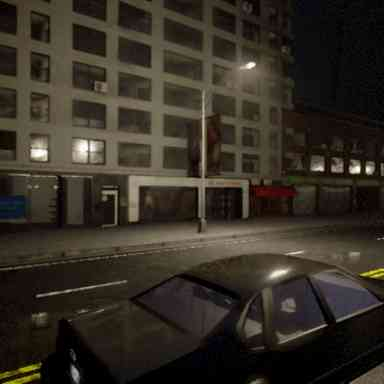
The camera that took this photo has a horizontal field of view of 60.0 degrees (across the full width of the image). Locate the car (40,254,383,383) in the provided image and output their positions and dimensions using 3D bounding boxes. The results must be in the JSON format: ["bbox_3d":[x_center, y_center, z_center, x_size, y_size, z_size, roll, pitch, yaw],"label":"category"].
[{"bbox_3d":[1.076,1.549,4.207,5.357,1.411,2.033,0,0,-35],"label":"car"}]
